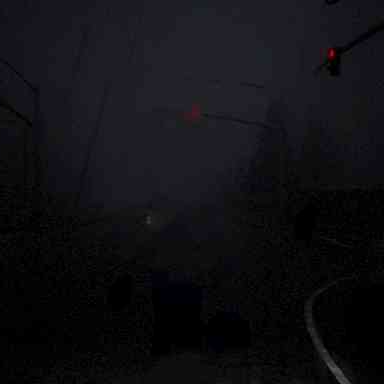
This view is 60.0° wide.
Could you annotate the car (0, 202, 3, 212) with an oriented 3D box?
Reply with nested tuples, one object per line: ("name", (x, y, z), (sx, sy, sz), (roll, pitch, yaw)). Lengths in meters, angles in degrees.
("car", (-17.684, 1.009, 27.561), (2.007, 1.523, 4.514), (0, 1, 0))

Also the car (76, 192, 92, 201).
("car", (-17.419, 0.733, 53.593), (1.845, 1.501, 3.633), (0, 1, 0))

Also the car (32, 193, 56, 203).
("car", (-20.477, 0.831, 46.204), (1.970, 1.475, 3.806), (0, 1, 0))

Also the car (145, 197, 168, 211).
("car", (-3.476, 1.164, 33.536), (1.994, 1.385, 4.181), (0, 1, 0))
